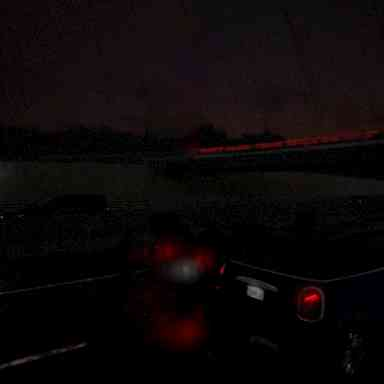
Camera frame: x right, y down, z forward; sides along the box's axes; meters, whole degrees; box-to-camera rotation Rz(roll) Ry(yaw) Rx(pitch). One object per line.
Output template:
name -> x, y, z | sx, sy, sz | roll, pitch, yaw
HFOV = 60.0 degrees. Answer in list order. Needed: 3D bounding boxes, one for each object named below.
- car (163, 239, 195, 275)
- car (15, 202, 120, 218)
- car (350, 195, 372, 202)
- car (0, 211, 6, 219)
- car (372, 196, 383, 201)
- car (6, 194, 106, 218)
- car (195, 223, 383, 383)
car -> 1.670, 1.553, 9.234 | 4.718, 1.301, 1.895 | 0, 0, -35
car -> -6.009, 1.467, 16.901 | 4.892, 1.490, 1.837 | -1, 0, -35
car -> 24.173, 1.180, 46.967 | 4.892, 1.490, 1.837 | 0, 0, -35
car -> -10.418, 1.468, 22.354 | 4.892, 1.490, 1.837 | -1, 0, -35
car -> 26.444, 1.275, 44.293 | 4.718, 1.301, 1.895 | 0, 0, -35
car -> -7.730, 1.180, 19.972 | 5.566, 2.045, 2.150 | -1, 0, -35
car -> 2.555, 1.315, 5.567 | 4.553, 1.767, 2.097 | 0, 0, -35
